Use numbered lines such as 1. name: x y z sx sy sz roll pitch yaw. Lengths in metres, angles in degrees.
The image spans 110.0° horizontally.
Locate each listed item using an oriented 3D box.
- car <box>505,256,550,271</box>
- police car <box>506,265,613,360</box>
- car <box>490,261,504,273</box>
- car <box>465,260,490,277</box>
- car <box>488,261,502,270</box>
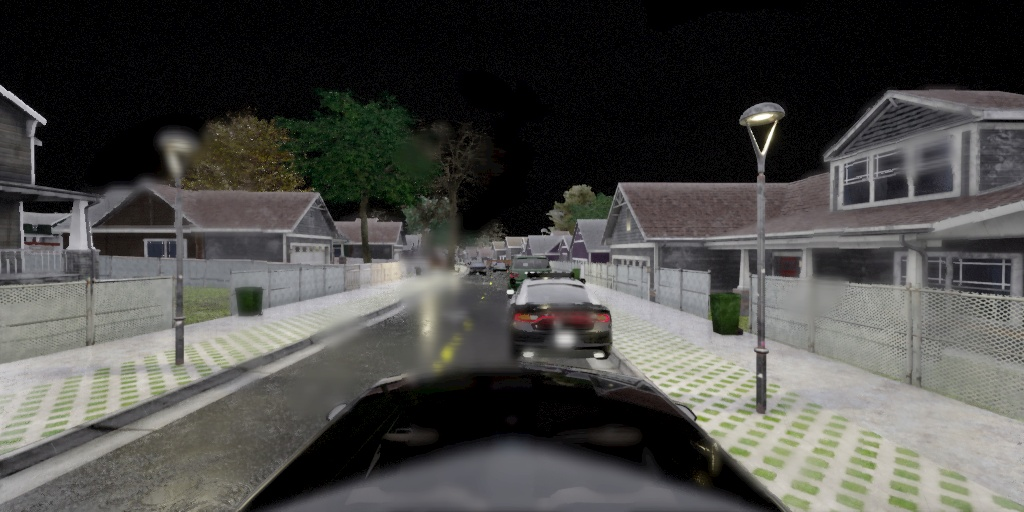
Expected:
1. car: 0.847 1.000 18.479 2.150 2.045 5.566 0 0 -1
2. police car: 0.899 1.180 8.505 1.930 1.638 5.238 0 0 0
3. car: -1.507 1.476 47.472 1.994 1.385 4.181 0 0 -4
4. car: -3.585 1.398 38.114 2.033 1.411 5.357 0 0 -4
5. car: -2.944 1.595 61.334 2.033 1.411 5.357 0 -1 -8
